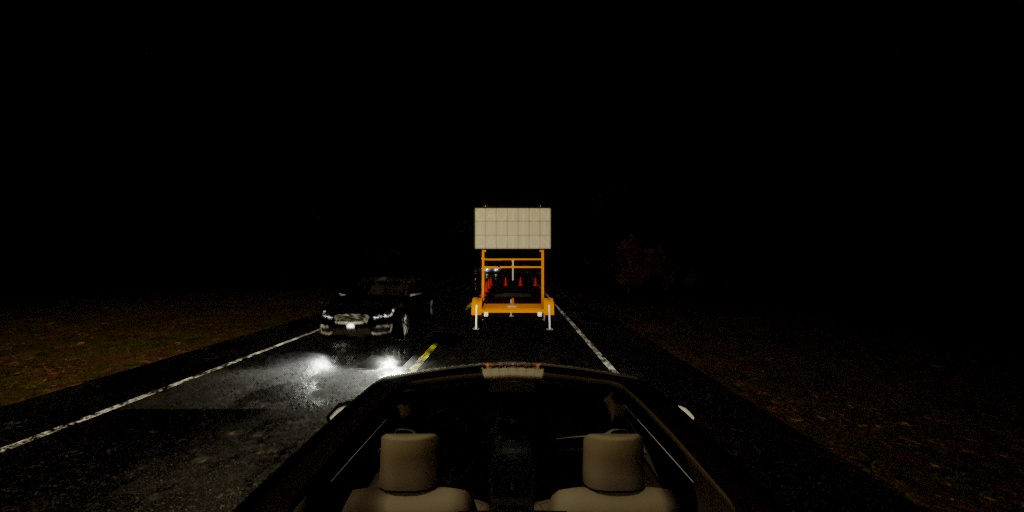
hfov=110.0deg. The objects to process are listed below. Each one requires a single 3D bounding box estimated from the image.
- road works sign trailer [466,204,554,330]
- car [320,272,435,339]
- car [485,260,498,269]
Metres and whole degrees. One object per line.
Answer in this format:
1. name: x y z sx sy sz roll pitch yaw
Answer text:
1. road works sign trailer: 0.028 0.215 11.119 2.380 3.560 2.880 0 0 0
2. car: -3.475 1.255 10.165 1.837 1.490 4.892 0 0 0
3. car: -3.330 1.311 58.335 1.812 1.442 4.674 0 0 0
